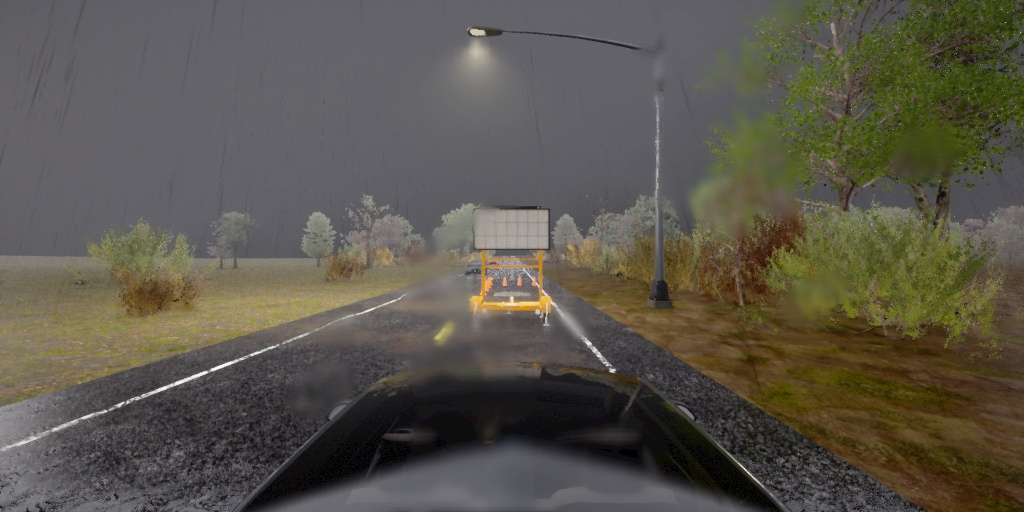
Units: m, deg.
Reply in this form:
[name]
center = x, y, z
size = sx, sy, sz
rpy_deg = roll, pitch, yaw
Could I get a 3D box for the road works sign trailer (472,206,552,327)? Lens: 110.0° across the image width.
[road works sign trailer]
center = 0.002, 0.214, 11.529
size = 2.380, 3.560, 2.880
rpy_deg = 0, 0, 0

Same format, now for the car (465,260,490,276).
[car]
center = -3.594, 1.296, 36.638
size = 1.994, 1.385, 4.181
rpy_deg = 0, 0, 0
